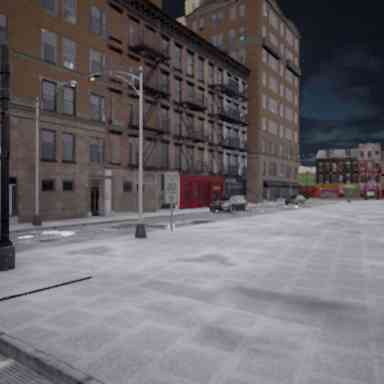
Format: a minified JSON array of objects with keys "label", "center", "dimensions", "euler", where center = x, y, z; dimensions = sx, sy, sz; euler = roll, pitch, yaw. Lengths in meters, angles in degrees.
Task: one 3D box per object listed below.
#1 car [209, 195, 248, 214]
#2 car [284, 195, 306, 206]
[{"label":"car","center":[3.566,1.093,31.855],"dimensions":[2.097,1.767,4.553],"euler":[0,1,36]},{"label":"car","center":[14.721,1.168,47.226],"dimensions":[1.837,1.490,4.892],"euler":[0,1,36]}]
